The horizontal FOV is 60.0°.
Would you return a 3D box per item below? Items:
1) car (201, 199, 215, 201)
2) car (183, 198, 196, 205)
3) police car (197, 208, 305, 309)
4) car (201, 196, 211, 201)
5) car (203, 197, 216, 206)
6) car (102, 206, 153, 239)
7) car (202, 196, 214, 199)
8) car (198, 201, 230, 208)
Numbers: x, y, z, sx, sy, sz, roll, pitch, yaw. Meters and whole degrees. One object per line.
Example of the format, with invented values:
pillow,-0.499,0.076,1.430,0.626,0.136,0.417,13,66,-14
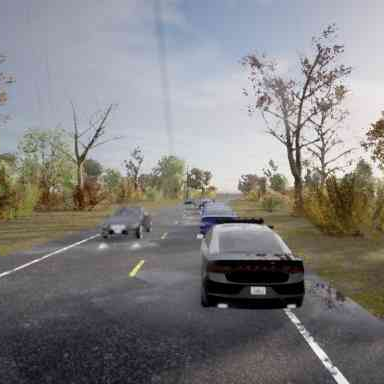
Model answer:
car,1.644,1.491,23.892,1.882,1.535,5.008,0,0,3
car,-0.330,1.704,60.042,1.994,1.385,4.181,0,0,6
police car,1.144,1.427,8.081,1.930,1.638,5.238,0,0,1
car,3.999,1.810,93.159,2.128,1.511,4.902,0,0,9
car,3.202,1.633,60.356,2.128,1.511,4.902,0,0,6
car,-3.238,1.498,17.325,2.128,1.511,4.902,0,0,2
car,2.041,1.602,46.574,1.812,1.442,4.674,0,0,6
car,1.408,1.485,17.923,1.882,1.535,5.008,0,0,2
